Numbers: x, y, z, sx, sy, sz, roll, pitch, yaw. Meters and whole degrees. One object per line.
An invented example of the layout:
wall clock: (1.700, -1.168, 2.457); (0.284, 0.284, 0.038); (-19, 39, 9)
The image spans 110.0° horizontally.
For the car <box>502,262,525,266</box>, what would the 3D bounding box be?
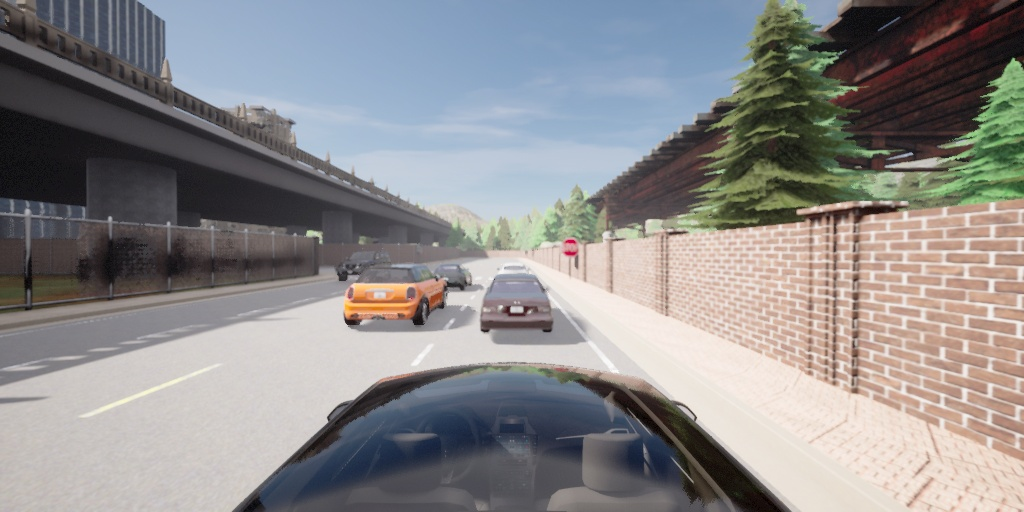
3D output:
car: (0.098, 1.079, 20.121); (1.812, 1.442, 4.674); (0, 1, 0)

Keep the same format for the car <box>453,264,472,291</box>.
car: (-3.407, 1.116, 20.190); (1.994, 1.385, 4.181); (0, 1, 0)

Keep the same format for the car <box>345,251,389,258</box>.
car: (-10.510, 0.625, 26.001); (2.150, 2.045, 5.566); (0, 1, 0)

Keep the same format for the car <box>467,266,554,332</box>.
car: (0.102, 1.204, 10.423); (2.033, 1.411, 5.357); (0, 1, 0)

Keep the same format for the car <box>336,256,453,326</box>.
car: (-3.405, 1.001, 11.358); (2.097, 1.767, 4.553); (0, 1, 0)
